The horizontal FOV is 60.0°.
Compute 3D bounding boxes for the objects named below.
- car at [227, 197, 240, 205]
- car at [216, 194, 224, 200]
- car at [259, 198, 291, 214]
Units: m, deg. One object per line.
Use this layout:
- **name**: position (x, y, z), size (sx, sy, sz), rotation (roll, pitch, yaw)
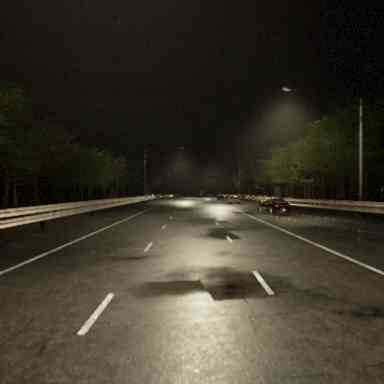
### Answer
- **car**: position (6.933, 1.433, 56.442), size (1.895, 1.301, 4.718), rotation (0, 0, 1)
- **car**: position (7.030, 1.325, 83.837), size (2.128, 1.511, 4.902), rotation (0, 0, 0)
- **car**: position (8.302, 1.412, 33.640), size (1.837, 1.490, 4.892), rotation (0, 0, -9)
